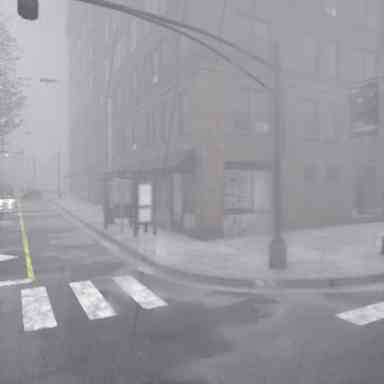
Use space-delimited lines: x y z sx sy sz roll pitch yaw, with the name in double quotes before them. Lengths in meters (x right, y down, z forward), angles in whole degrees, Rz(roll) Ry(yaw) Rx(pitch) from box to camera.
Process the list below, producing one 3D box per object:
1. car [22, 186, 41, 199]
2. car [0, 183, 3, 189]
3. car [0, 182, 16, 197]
"car" -19.786 0.050 41.064 1.837 1.490 4.892 0 4 -28
"car" -46.437 -1.563 79.511 1.887 1.381 4.507 1 1 -28
"car" -24.118 -0.175 43.252 2.128 1.511 4.902 0 4 -28
